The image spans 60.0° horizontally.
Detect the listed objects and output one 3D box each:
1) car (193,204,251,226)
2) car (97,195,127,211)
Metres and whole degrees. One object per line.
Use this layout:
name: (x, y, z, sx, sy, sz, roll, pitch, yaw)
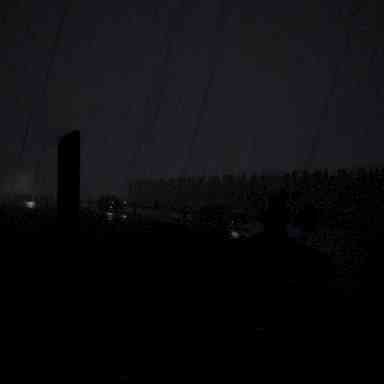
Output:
car: (1.874, 1.456, 21.657, 1.994, 1.385, 4.181, 1, 0, -34)
car: (-9.018, 1.143, 37.367, 2.097, 1.767, 4.553, 1, 0, -35)
